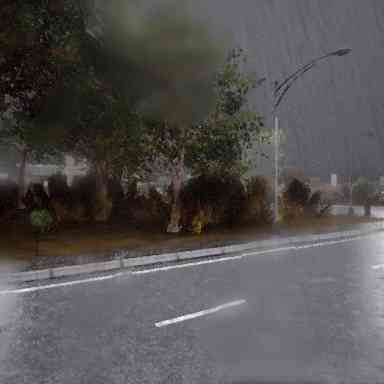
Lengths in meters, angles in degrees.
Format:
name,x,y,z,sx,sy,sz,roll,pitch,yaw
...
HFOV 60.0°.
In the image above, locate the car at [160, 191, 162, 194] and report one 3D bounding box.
name,x,y,z,sx,sy,sz,roll,pitch,yaw
car,-6.405,0.808,69.500,2.150,2.045,5.566,0,1,-37
